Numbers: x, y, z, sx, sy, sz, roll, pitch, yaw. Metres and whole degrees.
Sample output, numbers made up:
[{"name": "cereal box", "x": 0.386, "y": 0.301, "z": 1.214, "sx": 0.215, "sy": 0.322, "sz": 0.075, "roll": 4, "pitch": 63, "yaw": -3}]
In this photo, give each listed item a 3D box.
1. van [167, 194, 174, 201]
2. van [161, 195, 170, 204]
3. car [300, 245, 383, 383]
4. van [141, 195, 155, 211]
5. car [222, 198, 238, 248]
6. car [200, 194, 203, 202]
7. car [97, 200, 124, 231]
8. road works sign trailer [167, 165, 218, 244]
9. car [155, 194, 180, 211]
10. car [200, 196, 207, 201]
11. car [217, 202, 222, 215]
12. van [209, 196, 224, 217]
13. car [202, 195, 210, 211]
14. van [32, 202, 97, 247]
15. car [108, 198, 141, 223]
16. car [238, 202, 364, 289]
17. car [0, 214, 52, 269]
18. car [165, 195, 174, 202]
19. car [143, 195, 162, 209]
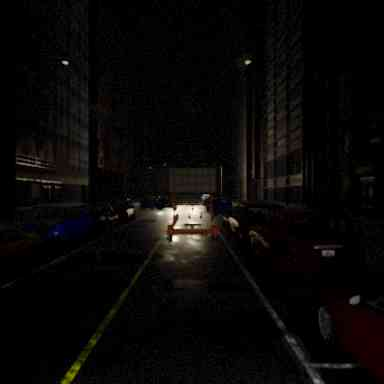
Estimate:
[{"name": "van", "x": -5.608, "y": 1.543, "z": 87.680, "sx": 1.690, "sy": 1.788, "sz": 3.998, "roll": 0, "pitch": 0, "yaw": 0}, {"name": "van", "x": -5.638, "y": 1.502, "z": 70.851, "sx": 1.690, "sy": 1.788, "sz": 3.998, "roll": 0, "pitch": 0, "yaw": 0}, {"name": "car", "x": 2.767, "y": 1.589, "z": 3.535, "sx": 1.802, "sy": 1.307, "sz": 4.206, "roll": 0, "pitch": 0, "yaw": 0}, {"name": "van", "x": -5.688, "y": 1.435, "z": 42.804, "sx": 1.690, "sy": 1.788, "sz": 3.998, "roll": 0, "pitch": 0, "yaw": 0}, {"name": "car", "x": 2.788, "y": 1.346, "z": 14.753, "sx": 2.192, "sy": 1.841, "sz": 5.009, "roll": 0, "pitch": 0, "yaw": 0}, {"name": "car", "x": 2.867, "y": 1.573, "z": 59.626, "sx": 1.967, "sy": 1.590, "sz": 4.097, "roll": 0, "pitch": 0, "yaw": 0}, {"name": "car", "x": -5.728, "y": 1.484, "z": 20.365, "sx": 1.967, "sy": 1.590, "sz": 4.097, "roll": 0, "pitch": 0, "yaw": 0}, {"name": "road works sign trailer", "x": 0.026, "y": 0.498, "z": 15.931, "sx": 2.380, "sy": 3.560, "sz": 2.880, "roll": 0, "pitch": 0, "yaw": 0}, {"name": "car", "x": -3.015, "y": 1.313, "z": 42.125, "sx": 2.150, "sy": 2.045, "sz": 5.566, "roll": 0, "pitch": 0, "yaw": 0}, {"name": "car", "x": 2.918, "y": 1.727, "z": 87.842, "sx": 1.752, "sy": 1.417, "sz": 4.829, "roll": 0, "pitch": 0, "yaw": 0}, {"name": "car", "x": 2.798, "y": 1.569, "z": 20.532, "sx": 1.752, "sy": 1.417, "sz": 4.829, "roll": 0, "pitch": 0, "yaw": 0}, {"name": "van", "x": 2.818, "y": 1.409, "z": 31.581, "sx": 1.690, "sy": 1.788, "sz": 3.998, "roll": 0, "pitch": 0, "yaw": 0}, {"name": "car", "x": 2.838, "y": 1.408, "z": 42.799, "sx": 2.192, "sy": 1.841, "sz": 5.009, "roll": 0, "pitch": 0, "yaw": 0}, {"name": "van", "x": -5.738, "y": 1.373, "z": 14.756, "sx": 1.690, "sy": 1.788, "sz": 3.998, "roll": 0, "pitch": 0, "yaw": 0}, {"name": "car", "x": -5.718, "y": 1.371, "z": 25.975, "sx": 2.192, "sy": 1.841, "sz": 5.009, "roll": 0, "pitch": 0, "yaw": 0}, {"name": "car", "x": 2.778, "y": 1.334, "z": 9.144, "sx": 2.192, "sy": 1.841, "sz": 5.009, "roll": 0, "pitch": 0, "yaw": 0}, {"name": "car", "x": -5.748, "y": 1.545, "z": 8.977, "sx": 1.752, "sy": 1.417, "sz": 4.829, "roll": 0, "pitch": 0, "yaw": 0}, {"name": "car", "x": -5.618, "y": 1.628, "z": 82.070, "sx": 1.967, "sy": 1.590, "sz": 4.097, "roll": 0, "pitch": 0, "yaw": 0}, {"name": "car", "x": -5.678, "y": 1.422, "z": 48.413, "sx": 2.192, "sy": 1.841, "sz": 5.009, "roll": 0, "pitch": 0, "yaw": 0}]
